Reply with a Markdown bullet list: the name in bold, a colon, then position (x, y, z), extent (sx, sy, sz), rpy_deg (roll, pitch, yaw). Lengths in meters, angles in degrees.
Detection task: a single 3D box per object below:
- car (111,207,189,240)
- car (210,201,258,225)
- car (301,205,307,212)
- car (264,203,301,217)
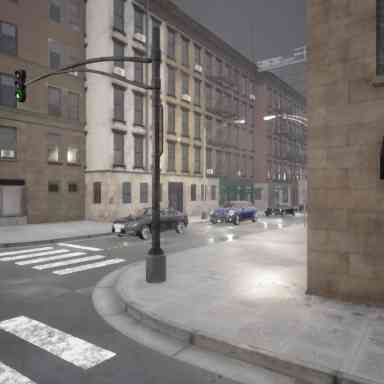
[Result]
- **car**: position (-2.113, 1.568, 17.809), extent (2.128, 1.511, 4.902), rpy_deg (0, 0, 35)
- **car**: position (3.229, 1.476, 25.327), extent (2.097, 1.767, 4.553), rpy_deg (0, 0, 36)
- **car**: position (14.868, 1.832, 41.585), extent (1.895, 1.301, 4.718), rpy_deg (0, 0, 36)
- **car**: position (8.952, 1.777, 33.335), extent (1.895, 1.301, 4.718), rpy_deg (0, 0, 35)
